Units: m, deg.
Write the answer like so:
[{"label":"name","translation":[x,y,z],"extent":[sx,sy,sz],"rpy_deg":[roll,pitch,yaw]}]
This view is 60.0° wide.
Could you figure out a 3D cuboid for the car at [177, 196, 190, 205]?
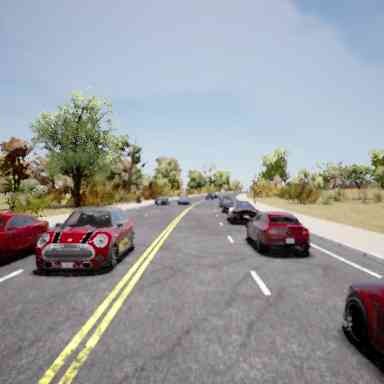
[{"label":"car","translation":[-1.301,1.340,53.202],"extent":[2.033,1.411,5.357],"rpy_deg":[0,0,5]}]

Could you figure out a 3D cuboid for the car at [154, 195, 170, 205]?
[{"label":"car","translation":[-4.650,1.293,52.087],"extent":[2.128,1.511,4.902],"rpy_deg":[0,0,5]}]

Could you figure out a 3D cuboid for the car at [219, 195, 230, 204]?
[{"label":"car","translation":[5.582,1.268,57.243],"extent":[1.837,1.490,4.892],"rpy_deg":[0,0,5]}]

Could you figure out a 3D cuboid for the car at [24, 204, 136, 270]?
[{"label":"car","translation":[-3.239,1.320,10.967],"extent":[2.097,1.767,4.553],"rpy_deg":[0,0,1]}]

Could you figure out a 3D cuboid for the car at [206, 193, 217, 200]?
[{"label":"car","translation":[4.187,1.044,77.361],"extent":[1.812,1.442,4.674],"rpy_deg":[0,0,6]}]

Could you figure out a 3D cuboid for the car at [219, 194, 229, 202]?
[{"label":"car","translation":[6.555,1.200,68.126],"extent":[1.837,1.490,4.892],"rpy_deg":[0,0,6]}]

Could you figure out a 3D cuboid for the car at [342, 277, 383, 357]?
[{"label":"car","translation":[3.381,1.557,3.634],"extent":[1.994,1.385,4.181],"rpy_deg":[0,0,0]}]

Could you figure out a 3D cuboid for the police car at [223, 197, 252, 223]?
[{"label":"police car","translation":[3.676,1.427,24.524],"extent":[2.038,1.542,4.974],"rpy_deg":[0,0,2]}]

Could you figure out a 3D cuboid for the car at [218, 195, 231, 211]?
[{"label":"car","translation":[4.142,1.367,35.441],"extent":[2.128,1.511,4.902],"rpy_deg":[0,0,3]}]

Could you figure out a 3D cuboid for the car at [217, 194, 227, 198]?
[{"label":"car","translation":[4.778,1.328,46.348],"extent":[1.837,1.490,4.892],"rpy_deg":[0,0,4]}]

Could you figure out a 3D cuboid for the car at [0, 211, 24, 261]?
[{"label":"car","translation":[-6.493,1.445,10.988],"extent":[1.882,1.535,5.008],"rpy_deg":[0,0,1]}]

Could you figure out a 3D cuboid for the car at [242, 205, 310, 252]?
[{"label":"car","translation":[3.379,1.488,13.603],"extent":[1.812,1.442,4.674],"rpy_deg":[0,0,1]}]

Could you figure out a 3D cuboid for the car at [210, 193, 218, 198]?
[{"label":"car","translation":[6.083,1.029,92.767],"extent":[1.994,1.385,4.181],"rpy_deg":[0,0,8]}]
